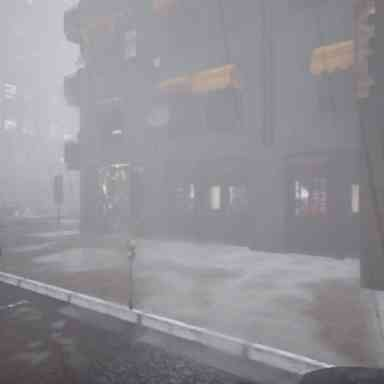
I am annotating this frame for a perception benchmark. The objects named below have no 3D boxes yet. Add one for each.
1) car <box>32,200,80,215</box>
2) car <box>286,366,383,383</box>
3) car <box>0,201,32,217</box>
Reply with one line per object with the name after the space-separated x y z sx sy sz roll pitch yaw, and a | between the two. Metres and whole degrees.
-13.128 1.382 32.105 1.752 1.417 4.829 1 1 35 | car
2.310 1.545 1.220 4.403 1.369 2.008 0 0 36 | car
-16.224 1.482 27.684 2.008 1.369 4.403 1 1 35 | car
